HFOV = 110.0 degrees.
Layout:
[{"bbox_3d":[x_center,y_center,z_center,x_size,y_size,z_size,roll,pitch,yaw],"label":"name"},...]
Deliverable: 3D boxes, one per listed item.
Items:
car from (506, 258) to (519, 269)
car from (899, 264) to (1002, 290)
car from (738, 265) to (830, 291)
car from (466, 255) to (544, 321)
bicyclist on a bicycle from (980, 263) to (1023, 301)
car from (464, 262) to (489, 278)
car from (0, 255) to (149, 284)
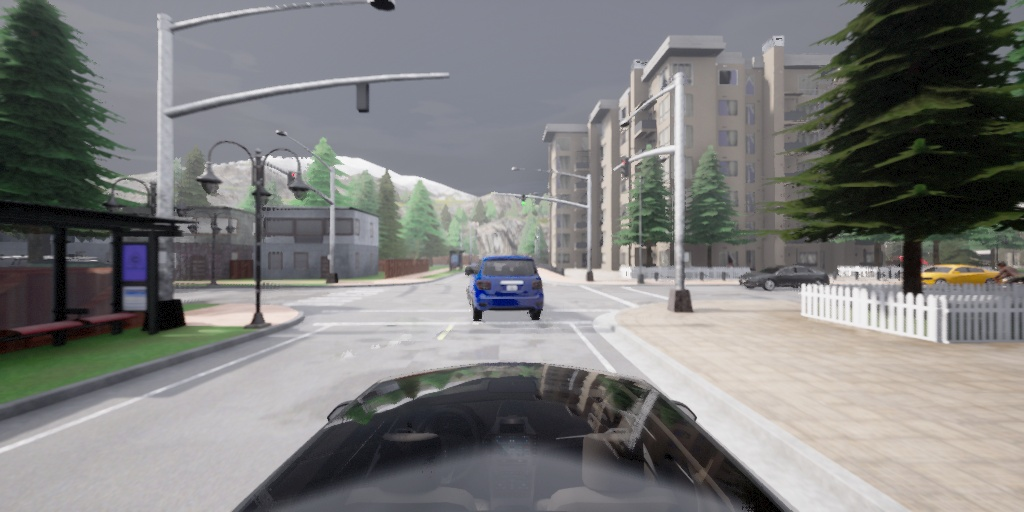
[{"bbox_3d":[0.115,1.239,61.759,2.097,1.767,4.553,0,0,0],"label":"car"},{"bbox_3d":[27.001,1.287,22.192,5.008,1.535,1.882,0,0,-1],"label":"car"},{"bbox_3d":[16.510,1.315,21.896,4.892,1.490,1.837,0,0,-2],"label":"car"},{"bbox_3d":[-0.410,0.998,12.860,2.150,2.045,5.566,0,0,-9],"label":"car"},{"bbox_3d":[20.063,1.094,14.516,0.582,1.620,1.656,0,0,-2],"label":"bicyclist on a bicycle"},{"bbox_3d":[-3.583,1.379,37.324,2.033,1.411,5.357,0,0,0],"label":"car"},{"bbox_3d":[-19.604,0.986,15.837,5.566,2.045,2.150,0,0,-8],"label":"car"}]
